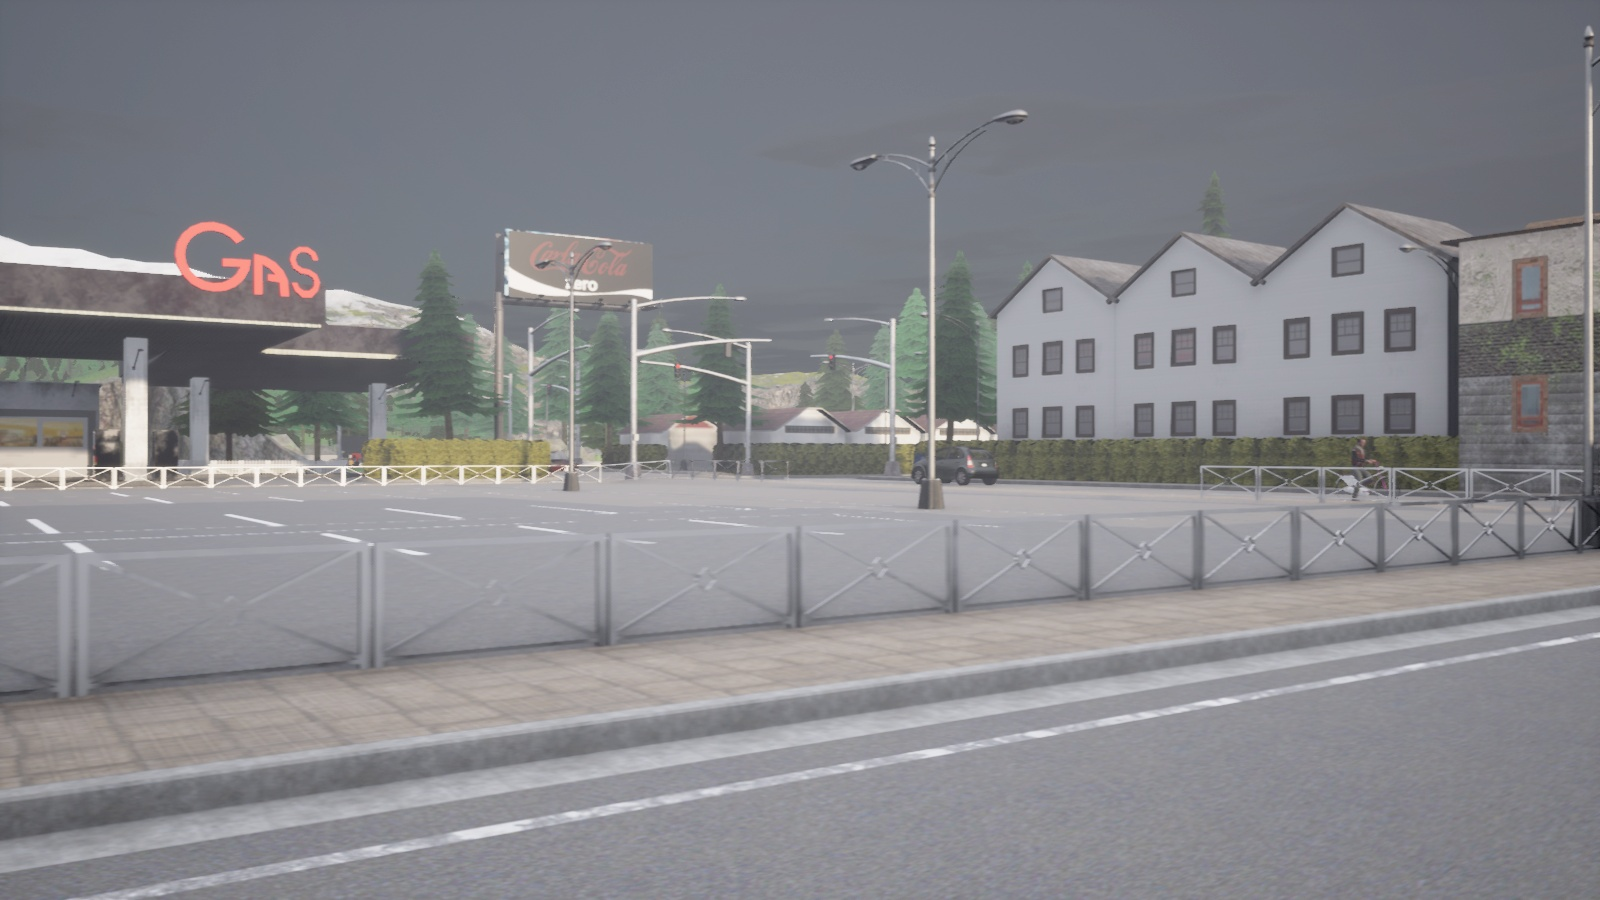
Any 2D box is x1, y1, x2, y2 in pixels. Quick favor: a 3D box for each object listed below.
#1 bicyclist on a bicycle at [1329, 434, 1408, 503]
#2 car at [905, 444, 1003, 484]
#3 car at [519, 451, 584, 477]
[{"bbox_3d":[15.229,0.489,33.701,0.659,1.776,1.843,0,0,-35],"label":"bicyclist on a bicycle"},{"bbox_3d":[6.405,0.582,52.595,1.851,1.617,3.988,0,0,-35],"label":"car"},{"bbox_3d":[-15.486,0.864,78.068,2.163,1.488,4.792,-1,0,-35],"label":"car"}]
